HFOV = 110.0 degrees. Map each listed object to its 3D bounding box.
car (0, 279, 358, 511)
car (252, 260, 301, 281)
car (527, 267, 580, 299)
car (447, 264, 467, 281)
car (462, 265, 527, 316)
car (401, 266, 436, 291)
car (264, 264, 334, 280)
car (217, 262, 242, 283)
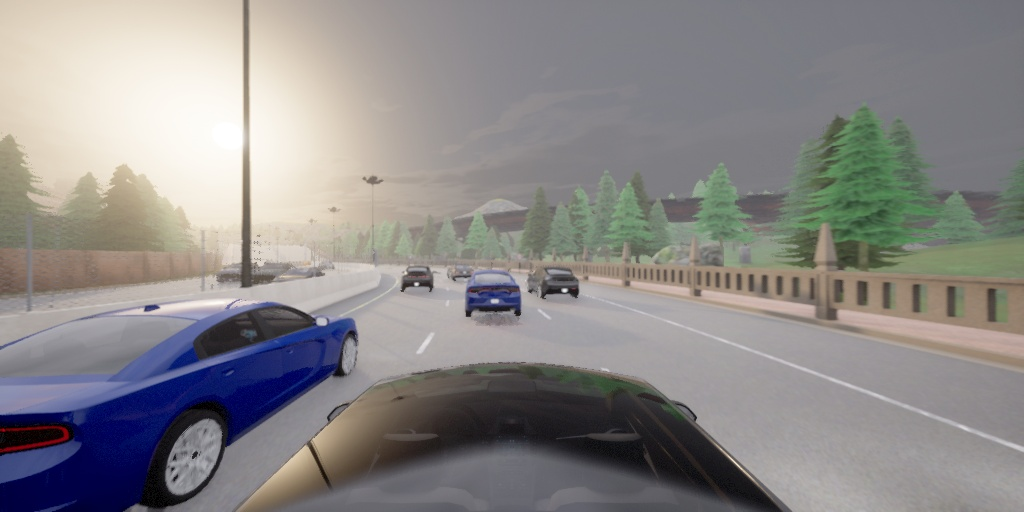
[{"bbox_3d":[-3.601,1.251,4.380,1.882,1.535,5.008,0,0,-2],"label":"car"},{"bbox_3d":[-18.256,1.263,27.687,2.097,1.767,4.553,0,0,-18],"label":"car"},{"bbox_3d":[1.996,1.306,18.510,1.837,1.490,4.892,0,0,-9],"label":"car"},{"bbox_3d":[-4.603,1.420,31.736,2.033,1.411,5.357,0,0,-17],"label":"car"},{"bbox_3d":[-0.827,1.273,13.684,1.882,1.535,5.008,0,0,-7],"label":"car"},{"bbox_3d":[-5.905,1.350,22.654,1.837,1.490,4.892,0,0,-12],"label":"car"},{"bbox_3d":[-13.199,1.421,22.645,2.033,1.411,5.357,0,0,-13],"label":"car"},{"bbox_3d":[-22.718,1.288,30.092,2.097,1.767,4.553,0,0,-20],"label":"car"}]
